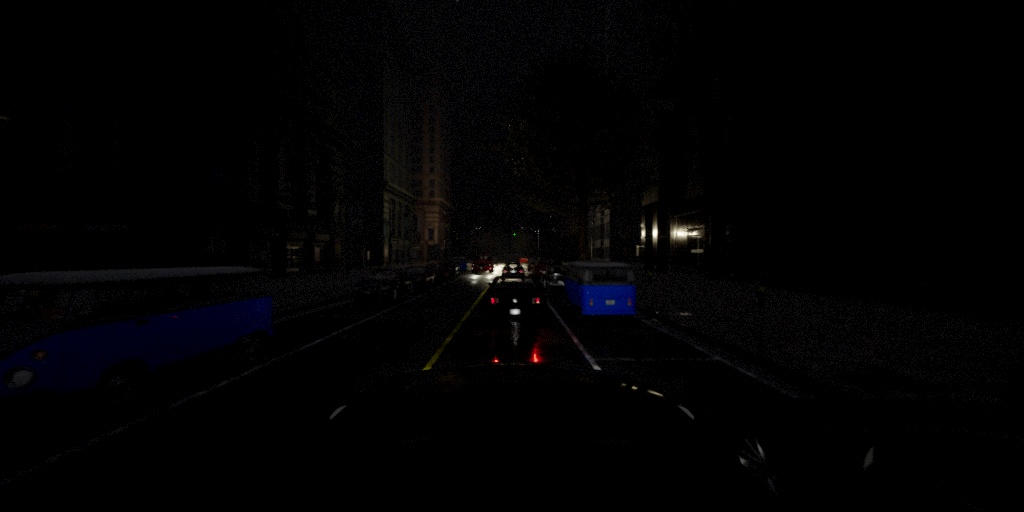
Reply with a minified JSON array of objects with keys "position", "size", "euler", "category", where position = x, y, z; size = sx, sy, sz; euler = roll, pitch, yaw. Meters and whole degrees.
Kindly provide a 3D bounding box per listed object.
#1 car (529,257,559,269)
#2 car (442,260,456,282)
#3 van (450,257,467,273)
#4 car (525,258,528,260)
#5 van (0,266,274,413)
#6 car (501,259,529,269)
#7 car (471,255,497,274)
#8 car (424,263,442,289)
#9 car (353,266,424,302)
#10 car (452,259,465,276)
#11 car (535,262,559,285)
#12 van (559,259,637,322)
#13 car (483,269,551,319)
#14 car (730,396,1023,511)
[{"position":[2.751,0.985,27.766],"size":[2.192,1.841,5.009],"euler":[0,0,0],"category":"car"},{"position":[-5.774,1.216,27.408],"size":[1.888,1.381,4.507],"euler":[0,0,0],"category":"car"},{"position":[-5.779,0.982,38.233],"size":[1.690,1.789,3.998],"euler":[0,0,0],"category":"van"},{"position":[2.750,1.154,43.805],"size":[1.751,1.417,4.829],"euler":[0,0,0],"category":"car"},{"position":[-5.765,1.078,5.755],"size":[1.690,1.789,3.998],"euler":[0,0,0],"category":"van"},{"position":[0.088,1.213,29.341],"size":[2.033,1.411,5.357],"euler":[0,0,0],"category":"car"},{"position":[-3.085,0.864,38.970],"size":[2.150,2.045,5.566],"euler":[0,0,0],"category":"car"},{"position":[-5.771,1.269,21.994],"size":[1.802,1.307,4.207],"euler":[0,0,0],"category":"car"},{"position":[-5.769,1.253,16.581],"size":[2.007,1.370,4.403],"euler":[0,0,0],"category":"car"},{"position":[-5.776,1.222,32.821],"size":[1.948,1.339,4.313],"euler":[0,0,0],"category":"car"},{"position":[2.753,1.236,22.477],"size":[2.007,1.370,4.403],"euler":[0,0,0],"category":"car"},{"position":[2.758,1.058,11.900],"size":[1.690,1.789,3.998],"euler":[0,0,0],"category":"van"},{"position":[0.096,1.316,12.606],"size":[1.895,1.301,4.718],"euler":[0,0,0],"category":"car"},{"position":[2.763,1.317,1.322],"size":[1.948,1.339,4.313],"euler":[0,0,0],"category":"car"}]
